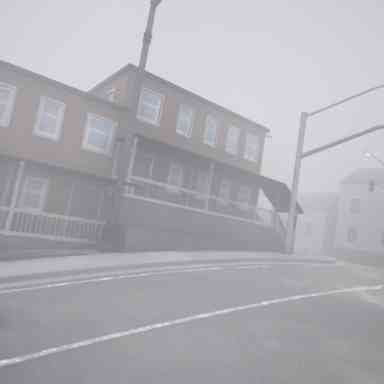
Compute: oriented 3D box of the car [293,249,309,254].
[{"bbox_3d":[8.840,5.847,30.366,2.128,1.511,4.902,13,-16,-34],"label":"car"}]
